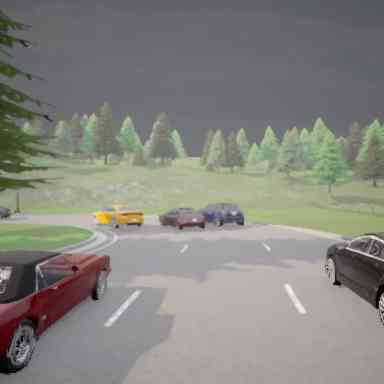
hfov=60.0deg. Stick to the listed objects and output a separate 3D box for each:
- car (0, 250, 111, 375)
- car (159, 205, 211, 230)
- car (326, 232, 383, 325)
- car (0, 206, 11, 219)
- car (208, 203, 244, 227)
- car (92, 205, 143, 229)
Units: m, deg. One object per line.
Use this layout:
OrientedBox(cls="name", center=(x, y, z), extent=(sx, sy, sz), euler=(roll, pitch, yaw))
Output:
OrientedBox(cls="car", center=(-2.940, 1.647, 5.660), extent=(1.895, 1.301, 4.718), euler=(0, -1, 5))
OrientedBox(cls="car", center=(-0.765, 1.772, 23.145), extent=(1.994, 1.385, 4.181), euler=(0, -1, -28))
OrientedBox(cls="car", center=(4.223, 1.562, 6.727), extent=(2.128, 1.511, 4.902), euler=(0, 0, 5))
OrientedBox(cls="car", center=(-18.798, 1.799, 30.085), extent=(4.181, 1.385, 1.994), euler=(0, -1, -16))
OrientedBox(cls="car", center=(1.921, 1.585, 25.337), extent=(2.097, 1.767, 4.553), euler=(0, 0, -29))
OrientedBox(cls="car", center=(-5.355, 1.681, 23.602), extent=(1.882, 1.535, 5.008), euler=(2, -2, -40))
